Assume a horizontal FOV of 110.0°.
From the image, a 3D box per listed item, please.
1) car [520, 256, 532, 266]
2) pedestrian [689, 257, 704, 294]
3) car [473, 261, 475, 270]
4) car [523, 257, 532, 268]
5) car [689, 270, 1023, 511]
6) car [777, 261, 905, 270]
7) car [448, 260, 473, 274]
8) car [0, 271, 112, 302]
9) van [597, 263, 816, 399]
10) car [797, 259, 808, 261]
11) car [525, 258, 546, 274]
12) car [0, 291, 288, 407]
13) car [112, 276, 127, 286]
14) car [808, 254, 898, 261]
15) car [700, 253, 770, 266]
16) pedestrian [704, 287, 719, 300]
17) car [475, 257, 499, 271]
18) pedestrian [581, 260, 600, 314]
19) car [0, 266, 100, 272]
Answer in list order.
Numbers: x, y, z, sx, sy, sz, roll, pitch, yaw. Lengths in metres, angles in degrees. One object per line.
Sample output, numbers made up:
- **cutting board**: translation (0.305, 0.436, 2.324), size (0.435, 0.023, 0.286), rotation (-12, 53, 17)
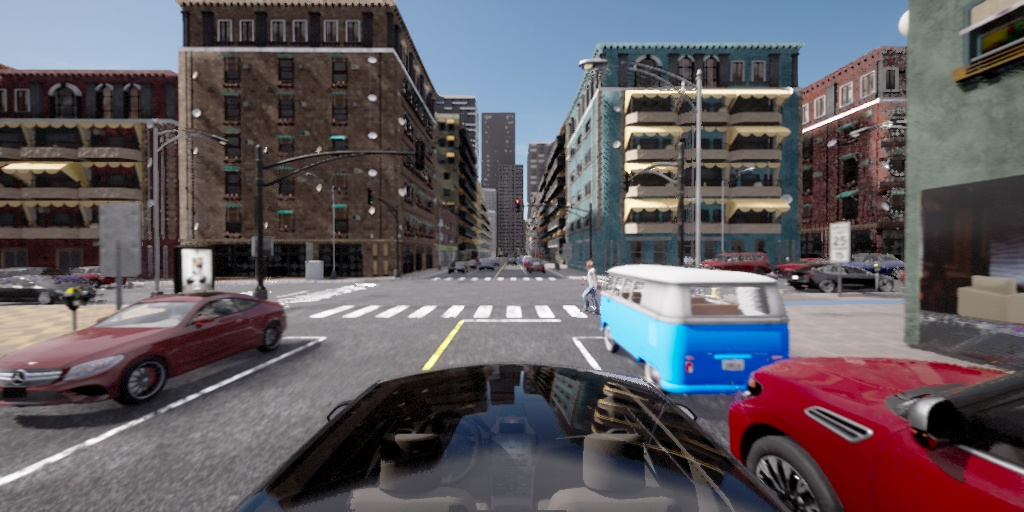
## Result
- **car**: translation (2.673, 1.119, 55.169), size (1.888, 1.381, 4.507), rotation (0, 0, 0)
- **pedestrian**: translation (5.809, 0.858, 11.361), size (0.375, 1.860, 0.375), rotation (0, 1, 0)
- **car**: translation (-5.706, 1.156, 49.656), size (1.948, 1.339, 4.313), rotation (0, 0, 0)
- **car**: translation (2.676, 1.172, 44.123), size (1.948, 1.339, 4.313), rotation (0, 0, 0)
- **car**: translation (2.689, 1.069, 0.678), size (2.192, 1.841, 5.009), rotation (0, 0, 0)
- **car**: translation (15.789, 1.042, 17.382), size (4.313, 1.339, 1.948), rotation (0, 0, 0)
- **car**: translation (-5.703, 1.189, 38.609), size (1.948, 1.339, 4.313), rotation (0, 0, 0)
- **car**: translation (-22.398, 1.583, 16.969), size (4.403, 1.370, 2.007), rotation (0, 0, 0)
- **van**: translation (2.688, 1.075, 6.205), size (1.690, 1.789, 3.998), rotation (0, 0, 0)
- **car**: translation (21.336, 0.846, 25.804), size (4.507, 1.381, 1.888), rotation (0, 0, 0)
- **car**: translation (2.678, 1.206, 38.599), size (1.802, 1.307, 4.207), rotation (0, 0, 0)
- **car**: translation (-5.693, 1.316, 6.204), size (1.802, 1.307, 4.207), rotation (0, 0, 0)
- **car**: translation (-30.268, 1.490, 25.550), size (4.097, 1.591, 1.967), rotation (0, 0, 0)
- **car**: translation (22.493, 0.665, 23.211), size (4.553, 1.767, 2.097), rotation (-1, 1, 0)
- **car**: translation (15.765, 0.697, 25.762), size (5.009, 1.841, 2.192), rotation (0, 0, 0)
- **pedestrian**: translation (6.100, 1.238, 10.733), size (0.500, 1.100, 0.500), rotation (0, 1, 0)
- **car**: translation (-3.093, 1.151, 45.078), size (2.033, 1.411, 5.357), rotation (0, 0, 0)
- **pedestrian**: translation (2.625, 1.007, 11.961), size (0.375, 1.860, 0.375), rotation (0, 1, 0)
- **car**: translation (-25.977, 1.406, 19.654), size (4.553, 1.767, 2.097), rotation (-1, 1, 0)
